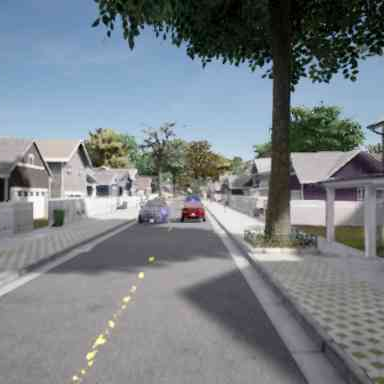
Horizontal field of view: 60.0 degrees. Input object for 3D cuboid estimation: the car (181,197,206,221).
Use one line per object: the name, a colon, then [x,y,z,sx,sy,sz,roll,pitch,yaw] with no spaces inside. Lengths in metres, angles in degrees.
car: [0.110,1.487,26.921,1.882,1.535,5.008,0,0,1]

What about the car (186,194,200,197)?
car: [0.156,1.248,44.128,2.150,2.045,5.566,0,0,1]

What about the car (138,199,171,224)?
car: [-2.716,1.356,24.801,2.097,1.767,4.553,0,0,0]
